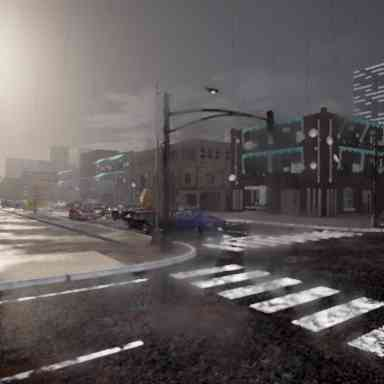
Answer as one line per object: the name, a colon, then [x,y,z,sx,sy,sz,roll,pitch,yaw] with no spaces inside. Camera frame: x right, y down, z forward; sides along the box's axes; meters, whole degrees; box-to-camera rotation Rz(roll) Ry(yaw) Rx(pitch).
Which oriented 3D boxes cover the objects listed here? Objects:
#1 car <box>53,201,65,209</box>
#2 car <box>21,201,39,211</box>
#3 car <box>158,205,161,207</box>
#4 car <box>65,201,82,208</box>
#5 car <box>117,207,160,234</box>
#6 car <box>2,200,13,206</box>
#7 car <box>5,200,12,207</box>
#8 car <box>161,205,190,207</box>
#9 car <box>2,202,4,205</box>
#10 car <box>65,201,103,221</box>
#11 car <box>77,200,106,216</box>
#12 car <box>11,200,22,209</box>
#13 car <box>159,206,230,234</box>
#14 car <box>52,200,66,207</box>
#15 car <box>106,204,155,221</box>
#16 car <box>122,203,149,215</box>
car: [-24.949,2.406,63.126,1.812,1.442,4.674,0,-1,-35]
car: [-26.834,2.349,55.761,1.752,1.417,4.829,-1,0,-35]
car: [-4.074,2.109,38.191,1.802,1.307,4.206,-1,0,-35]
car: [-23.306,2.435,65.266,1.887,1.381,4.507,-1,0,-35]
car: [-2.969,1.927,21.953,1.947,1.339,4.313,-1,0,-35]
car: [-46.164,2.717,82.974,1.887,1.381,4.507,-1,0,-35]
car: [-39.755,2.498,73.950,1.967,1.590,4.097,-1,0,-35]
car: [-0.869,2.014,33.678,2.008,1.369,4.403,-1,0,-35]
car: [-42.959,2.666,78.463,2.008,1.369,4.403,-1,0,-35]
car: [-10.907,1.961,33.337,1.967,1.590,4.097,-1,0,-35]
car: [-11.783,2.073,39.076,2.128,1.511,4.902,0,-1,-35]
car: [-33.344,2.493,64.925,2.008,1.369,4.403,-1,0,-35]
car: [0.200,1.891,22.150,2.033,1.411,5.357,0,-1,-34]
car: [-29.717,2.572,74.291,1.947,1.339,4.313,-1,0,-35]
car: [-5.781,1.955,30.611,2.128,1.511,4.902,0,-1,-35]
car: [-7.278,2.171,42.703,1.802,1.307,4.206,-1,0,-35]
